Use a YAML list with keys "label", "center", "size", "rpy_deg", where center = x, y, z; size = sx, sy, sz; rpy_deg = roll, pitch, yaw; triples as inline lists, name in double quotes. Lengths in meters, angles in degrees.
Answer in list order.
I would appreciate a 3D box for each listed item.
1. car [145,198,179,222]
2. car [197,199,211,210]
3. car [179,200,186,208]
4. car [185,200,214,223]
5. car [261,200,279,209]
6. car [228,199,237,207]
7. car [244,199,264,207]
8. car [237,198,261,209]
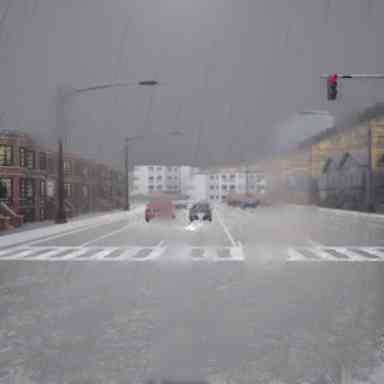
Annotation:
- label: "car"
  center: [-2.674, 1.522, 29.445]
  size: [2.150, 2.045, 5.566]
  rpy_deg: [-1, 0, 3]
- label: "car"
  center: [1.897, 1.958, 52.235]
  size: [2.128, 1.511, 4.902]
  rpy_deg: [-1, -1, 2]
- label: "car"
  center: [-1.587, 2.027, 52.499]
  size: [1.812, 1.442, 4.674]
  rpy_deg: [-1, -1, 2]
- label: "car"
  center: [0.798, 1.751, 28.660]
  size: [2.128, 1.511, 4.902]
  rpy_deg: [-1, 0, 3]
- label: "car"
  center: [12.367, 1.930, 52.508]
  size: [1.994, 1.385, 4.181]
  rpy_deg: [-1, -1, 0]
- label: "car"
  center: [8.178, 1.983, 61.776]
  size: [2.128, 1.511, 4.902]
  rpy_deg: [0, -1, -15]
- label: "car"
  center: [11.608, 1.990, 62.474]
  size: [1.812, 1.442, 4.674]
  rpy_deg: [0, -1, -15]
- label: "car"
  center: [8.868, 1.748, 52.081]
  size: [2.097, 1.767, 4.553]
  rpy_deg: [-1, -1, 1]
